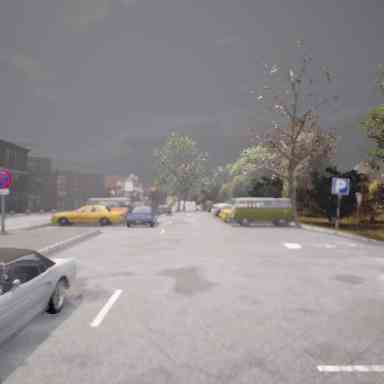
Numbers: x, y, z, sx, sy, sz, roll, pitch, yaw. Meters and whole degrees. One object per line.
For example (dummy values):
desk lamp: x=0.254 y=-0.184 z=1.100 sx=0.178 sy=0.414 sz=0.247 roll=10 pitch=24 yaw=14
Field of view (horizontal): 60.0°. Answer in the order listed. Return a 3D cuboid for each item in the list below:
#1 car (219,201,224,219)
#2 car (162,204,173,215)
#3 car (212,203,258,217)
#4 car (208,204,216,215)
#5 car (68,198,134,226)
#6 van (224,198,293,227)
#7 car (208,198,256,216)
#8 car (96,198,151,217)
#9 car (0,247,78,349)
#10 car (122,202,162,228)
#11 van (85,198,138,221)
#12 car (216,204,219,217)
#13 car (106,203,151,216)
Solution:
car: x=5.102 y=1.704 z=26.633 sx=5.366 sy=1.575 sz=1.946 roll=0 pitch=-1 yaw=0
car: x=-3.570 y=2.223 z=42.297 sx=1.812 sy=1.442 sz=4.674 roll=0 pitch=-2 yaw=-1
car: x=4.820 y=1.987 z=37.798 sx=4.892 sy=1.521 sz=2.231 roll=0 pitch=-2 yaw=-1
car: x=4.830 y=1.651 z=35.014 sx=5.566 sy=2.045 sz=2.435 roll=0 pitch=-2 yaw=-1
car: x=-7.325 y=1.595 z=27.320 sx=4.553 sy=1.767 sz=2.185 roll=0 pitch=-1 yaw=0
van: x=4.820 y=1.429 z=23.841 sx=4.442 sy=1.987 sz=1.878 roll=0 pitch=-1 yaw=0
car: x=4.767 y=1.819 z=40.473 sx=5.566 sy=2.045 sz=2.435 roll=0 pitch=-2 yaw=-1
car: x=-7.400 y=1.697 z=36.549 sx=5.566 sy=2.045 sz=2.435 roll=0 pitch=-2 yaw=-1
car: x=-3.378 y=1.608 z=4.920 sx=1.895 sy=1.301 sz=4.718 roll=0 pitch=0 yaw=0
car: x=-3.504 y=1.704 z=23.995 sx=1.812 sy=1.442 sz=4.674 roll=0 pitch=-1 yaw=0
van: x=-7.261 y=1.563 z=30.359 sx=4.442 sy=1.987 sz=1.878 roll=0 pitch=-1 yaw=0
car: x=5.084 y=1.759 z=29.293 sx=5.366 sy=1.575 sz=1.946 roll=0 pitch=-1 yaw=0
car: x=-7.457 y=2.039 z=39.458 sx=5.008 sy=1.535 sz=2.097 roll=0 pitch=-2 yaw=-1
